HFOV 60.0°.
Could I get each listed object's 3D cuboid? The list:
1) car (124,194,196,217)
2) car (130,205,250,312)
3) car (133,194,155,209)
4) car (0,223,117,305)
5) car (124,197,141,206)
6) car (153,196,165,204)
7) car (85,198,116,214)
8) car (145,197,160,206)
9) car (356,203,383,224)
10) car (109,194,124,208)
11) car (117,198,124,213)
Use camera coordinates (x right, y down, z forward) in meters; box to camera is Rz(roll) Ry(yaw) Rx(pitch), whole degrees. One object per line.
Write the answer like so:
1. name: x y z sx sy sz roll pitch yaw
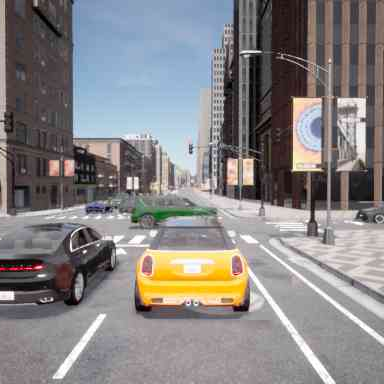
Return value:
1. car: -1.045 1.225 20.639 5.566 2.045 2.150 0 0 3
2. car: 0.010 1.351 7.887 2.097 1.767 4.553 0 0 0
3. car: -6.602 1.244 45.996 2.150 2.045 5.566 0 0 1
4. car: -3.154 1.504 8.031 1.837 1.490 4.892 0 0 0
5. car: -9.821 1.591 55.277 1.994 1.385 4.181 0 0 2
6. car: -6.536 1.507 66.042 1.882 1.535 5.008 0 0 1
7. car: -9.852 1.616 35.559 1.895 1.301 4.718 0 0 0
8. car: -6.588 1.591 55.969 1.994 1.385 4.181 0 0 0
9. car: 13.985 1.470 23.557 4.181 1.385 1.994 0 1 0
10. car: -9.846 1.243 45.319 2.150 2.045 5.566 0 0 1
11. car: -6.603 1.580 36.719 1.994 1.385 4.181 0 0 0
